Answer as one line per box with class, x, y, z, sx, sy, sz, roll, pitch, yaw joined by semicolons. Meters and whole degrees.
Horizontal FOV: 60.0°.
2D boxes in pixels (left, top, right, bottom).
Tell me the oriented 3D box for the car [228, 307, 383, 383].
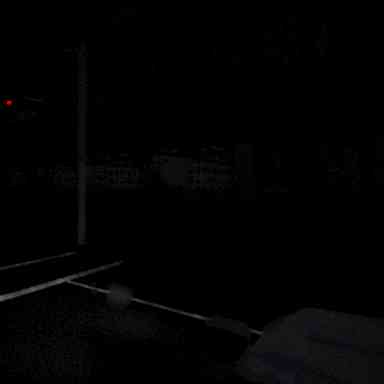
car;2.594;1.601;2.144;4.718;1.301;1.895;0;0;35
